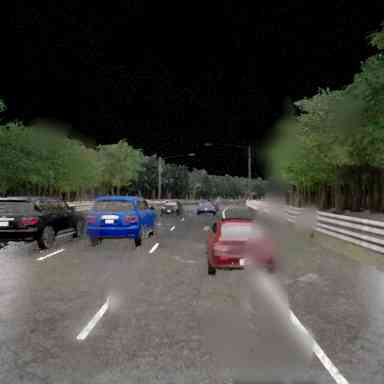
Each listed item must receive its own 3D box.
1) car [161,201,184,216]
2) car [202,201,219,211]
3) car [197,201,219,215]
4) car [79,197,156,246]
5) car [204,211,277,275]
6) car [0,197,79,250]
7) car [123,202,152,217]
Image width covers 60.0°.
[{"bbox_3d":[-1.946,1.645,33.483,1.812,1.442,4.674,0,-1,5],"label":"car"},{"bbox_3d":[2.597,1.868,45.358,1.994,1.385,4.181,0,-1,7],"label":"car"},{"bbox_3d":[1.664,1.708,35.570,1.994,1.385,4.181,0,-1,7],"label":"car"},{"bbox_3d":[-3.061,1.228,15.466,2.150,2.045,5.566,0,0,2],"label":"car"},{"bbox_3d":[1.366,1.528,10.317,1.812,1.442,4.674,0,0,2],"label":"car"},{"bbox_3d":[-6.594,1.229,14.564,2.150,2.045,5.566,0,0,2],"label":"car"},{"bbox_3d":[-5.433,1.725,33.851,1.895,1.301,4.718,0,-1,5],"label":"car"}]
